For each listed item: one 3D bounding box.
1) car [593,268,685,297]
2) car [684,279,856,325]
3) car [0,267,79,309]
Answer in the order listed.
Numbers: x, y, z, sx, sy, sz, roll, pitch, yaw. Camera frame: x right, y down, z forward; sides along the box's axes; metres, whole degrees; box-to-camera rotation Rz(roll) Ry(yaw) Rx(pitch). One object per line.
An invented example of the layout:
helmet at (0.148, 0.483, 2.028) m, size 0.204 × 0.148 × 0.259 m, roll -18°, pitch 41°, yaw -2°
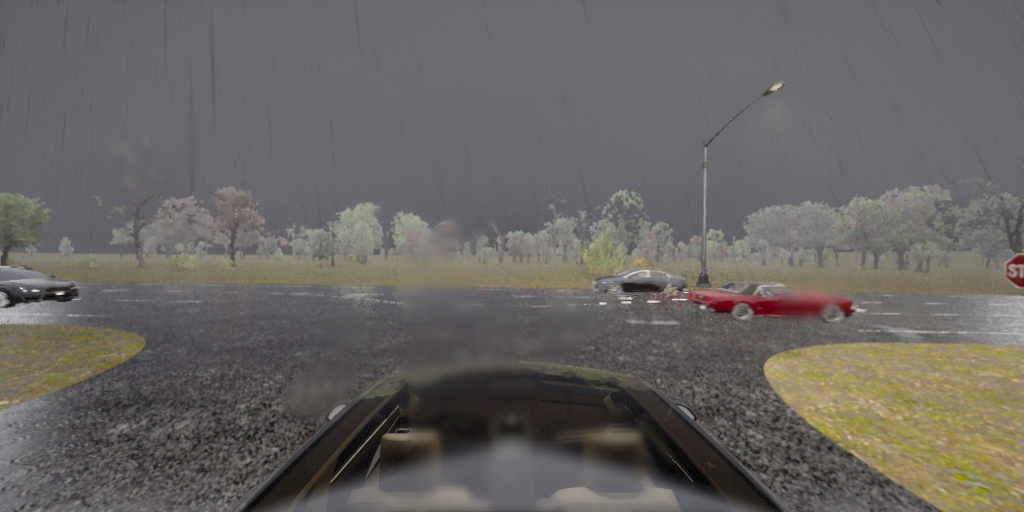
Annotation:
car at (6.958, 1.434, 19.692) m, size 4.902 × 1.511 × 2.128 m, roll 1°, pitch 0°, yaw 3°
car at (8.963, 1.559, 12.596) m, size 4.718 × 1.301 × 1.895 m, roll 1°, pitch 0°, yaw 3°
car at (-19.818, 1.167, 13.895) m, size 4.892 × 1.490 × 1.837 m, roll 1°, pitch 0°, yaw 3°
